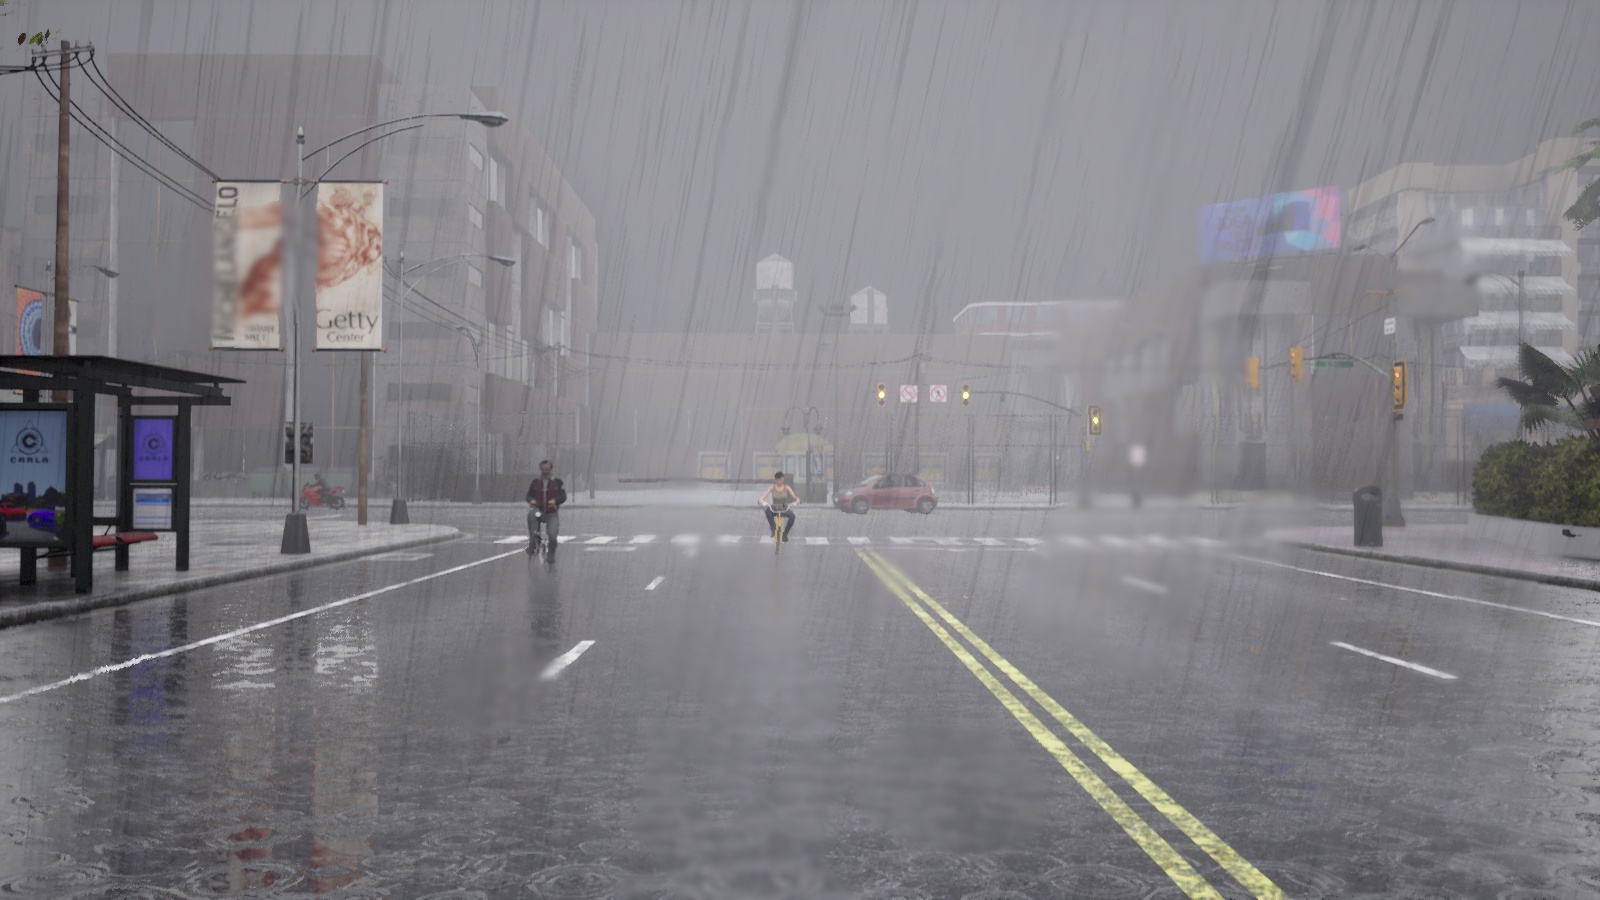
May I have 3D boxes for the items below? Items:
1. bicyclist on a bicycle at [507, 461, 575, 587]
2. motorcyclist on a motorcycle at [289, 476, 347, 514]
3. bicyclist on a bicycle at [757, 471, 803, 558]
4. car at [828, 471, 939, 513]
[{"bbox_3d":[-3.805,1.055,18.580,0.659,1.776,1.843,0,-1,-1],"label":"bicyclist on a bicycle"},{"bbox_3d":[-19.751,1.851,51.498,2.044,1.523,0.797,0,-1,0],"label":"motorcyclist on a motorcycle"},{"bbox_3d":[-0.388,1.216,24.346,0.866,1.612,1.509,0,0,-1],"label":"bicyclist on a bicycle"},{"bbox_3d":[3.284,1.640,49.671,3.988,1.617,1.851,0,-1,-16],"label":"car"}]
